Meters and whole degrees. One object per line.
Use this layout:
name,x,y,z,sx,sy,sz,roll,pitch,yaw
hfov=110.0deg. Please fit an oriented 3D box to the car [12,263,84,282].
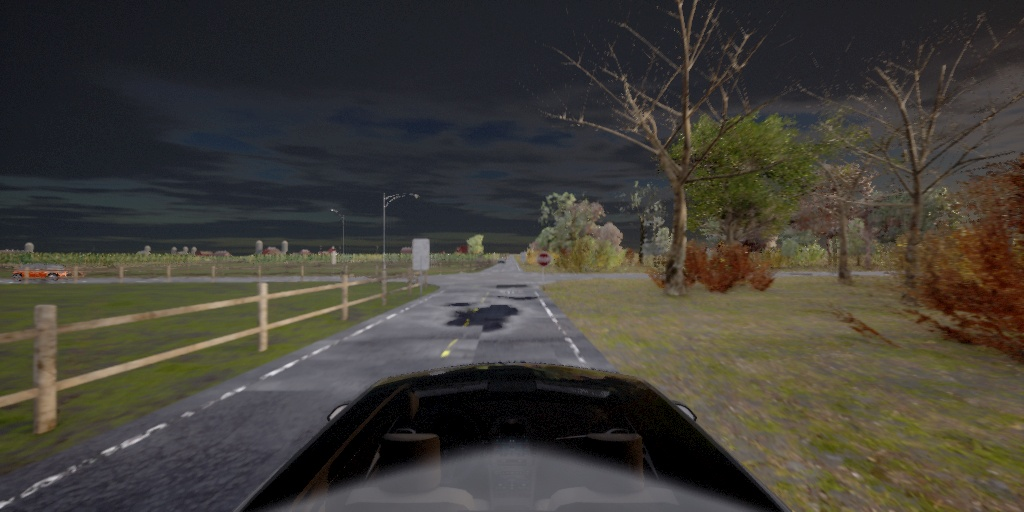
car,-43.674,1.493,33.874,4.553,1.767,2.097,0,0,-4
